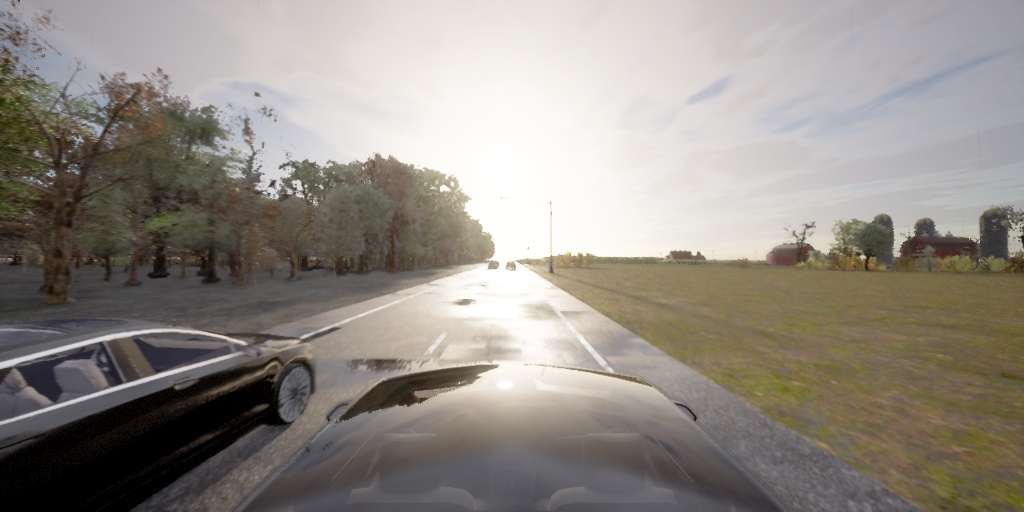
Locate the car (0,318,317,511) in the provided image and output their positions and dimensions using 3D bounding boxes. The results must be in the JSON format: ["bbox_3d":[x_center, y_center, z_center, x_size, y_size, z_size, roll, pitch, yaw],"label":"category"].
[{"bbox_3d":[-3.503,1.249,2.838,2.128,1.511,4.902,0,-1,0],"label":"car"}]
